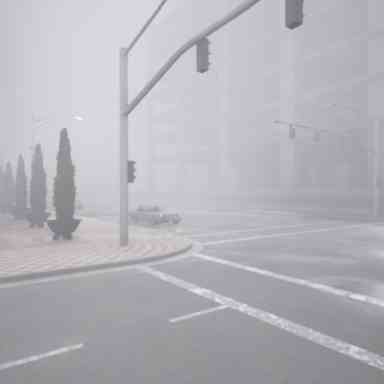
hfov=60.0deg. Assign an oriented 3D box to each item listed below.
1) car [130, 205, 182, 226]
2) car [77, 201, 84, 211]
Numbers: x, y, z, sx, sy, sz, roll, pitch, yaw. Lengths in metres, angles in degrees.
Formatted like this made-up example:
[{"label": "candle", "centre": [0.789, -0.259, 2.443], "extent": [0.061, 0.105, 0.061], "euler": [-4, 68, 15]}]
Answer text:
[{"label": "car", "centre": [-2.663, 1.627, 23.754], "extent": [1.895, 1.301, 4.718], "euler": [0, 0, -35]}, {"label": "car", "centre": [-14.921, 1.530, 41.229], "extent": [1.837, 1.490, 4.892], "euler": [0, 0, -35]}]
